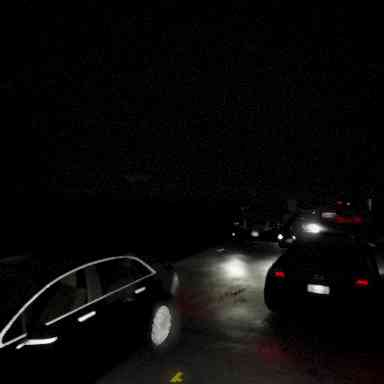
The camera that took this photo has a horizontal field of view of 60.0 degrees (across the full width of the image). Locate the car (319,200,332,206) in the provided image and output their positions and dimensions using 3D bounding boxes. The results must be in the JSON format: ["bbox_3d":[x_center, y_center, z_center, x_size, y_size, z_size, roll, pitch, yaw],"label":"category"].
[{"bbox_3d":[15.915,1.232,40.096,1.994,1.385,4.181,0,0,26],"label":"car"}]

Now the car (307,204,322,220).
[{"bbox_3d":[9.119,1.614,26.377,1.895,1.301,4.718,0,0,26],"label":"car"}]

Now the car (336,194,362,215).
[{"bbox_3d":[16.067,1.234,34.029,2.150,2.045,5.566,0,0,26],"label":"car"}]

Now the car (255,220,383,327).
[{"bbox_3d":[2.951,1.562,7.254,1.994,1.385,4.181,0,0,26],"label":"car"}]

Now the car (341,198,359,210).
[{"bbox_3d":[20.731,1.570,43.684,2.033,1.411,5.357,0,0,26],"label":"car"}]

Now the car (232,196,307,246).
[{"bbox_3d":[3.595,1.225,15.079,2.150,2.045,5.566,0,0,26],"label":"car"}]

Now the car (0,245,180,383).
[{"bbox_3d":[-1.854,1.512,3.909,1.837,1.490,4.892,0,0,26],"label":"car"}]
